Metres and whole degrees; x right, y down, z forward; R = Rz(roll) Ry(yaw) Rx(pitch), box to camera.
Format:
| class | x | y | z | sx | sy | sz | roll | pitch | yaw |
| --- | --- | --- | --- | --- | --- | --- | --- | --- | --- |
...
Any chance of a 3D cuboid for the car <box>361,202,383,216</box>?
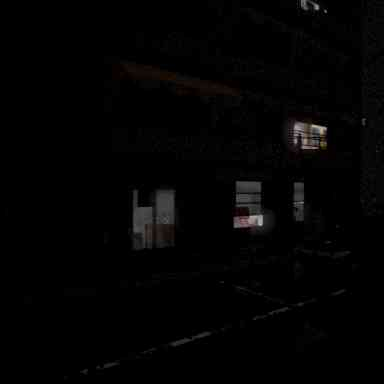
| class | x | y | z | sx | sy | sz | roll | pitch | yaw |
| --- | --- | --- | --- | --- | --- | --- | --- | --- | --- |
| car | 16.791 | 1.888 | 32.071 | 1.895 | 1.301 | 4.718 | 0 | -1 | -36 |

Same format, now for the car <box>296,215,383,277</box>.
| class | x | y | z | sx | sy | sz | roll | pitch | yaw |
| --- | --- | --- | --- | --- | --- | --- | --- | --- | --- |
| car | 5.012 | 1.582 | 10.209 | 4.206 | 1.307 | 1.802 | 0 | 0 | -36 |
